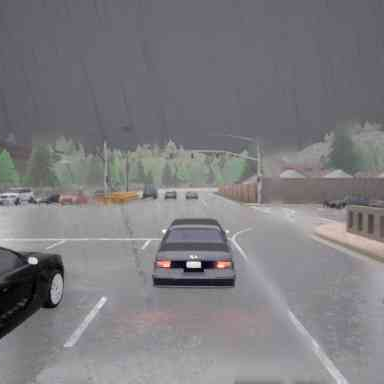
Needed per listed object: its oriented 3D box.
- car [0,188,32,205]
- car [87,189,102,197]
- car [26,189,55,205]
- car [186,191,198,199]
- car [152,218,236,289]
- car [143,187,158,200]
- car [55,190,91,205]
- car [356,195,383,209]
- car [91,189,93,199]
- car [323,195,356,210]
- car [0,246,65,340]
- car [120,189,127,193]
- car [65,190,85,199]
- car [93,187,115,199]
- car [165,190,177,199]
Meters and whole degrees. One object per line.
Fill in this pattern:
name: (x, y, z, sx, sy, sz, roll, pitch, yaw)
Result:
car: (-21.198, 0.504, 40.273, 2.150, 2.045, 5.566, 0, 1, 0)
car: (-21.186, 0.157, 72.316, 1.882, 1.535, 5.008, 0, 1, 0)
car: (-17.700, 0.765, 40.721, 2.128, 1.511, 4.902, 0, 1, 0)
car: (-0.049, 0.514, 57.934, 1.994, 1.385, 4.181, 0, 1, 0)
car: (0.089, 1.417, 8.986, 2.033, 1.411, 5.357, 0, 1, 1)
car: (-7.045, 0.197, 56.580, 2.150, 2.045, 5.566, 0, 1, 0)
car: (-14.199, 0.639, 39.960, 2.097, 1.767, 4.553, 0, 1, 0)
car: (17.798, 1.040, 29.132, 5.357, 1.411, 2.033, 0, 1, 2)
car: (-17.721, 0.518, 55.667, 1.812, 1.442, 4.674, 0, 1, 0)
car: (15.817, 0.973, 32.700, 5.357, 1.411, 2.033, 0, 1, 2)
car: (-3.453, 1.421, 4.614, 1.882, 1.535, 5.008, 0, 1, 0)
car: (-14.182, 0.064, 70.748, 2.097, 1.767, 4.553, 0, 1, 0)
car: (-21.209, 0.412, 60.304, 1.837, 1.490, 4.892, 0, 1, 0)
car: (-14.226, 0.222, 55.336, 2.150, 2.045, 5.566, 0, 1, 0)
car: (-3.548, 0.452, 57.382, 2.128, 1.511, 4.902, 0, 1, 0)
